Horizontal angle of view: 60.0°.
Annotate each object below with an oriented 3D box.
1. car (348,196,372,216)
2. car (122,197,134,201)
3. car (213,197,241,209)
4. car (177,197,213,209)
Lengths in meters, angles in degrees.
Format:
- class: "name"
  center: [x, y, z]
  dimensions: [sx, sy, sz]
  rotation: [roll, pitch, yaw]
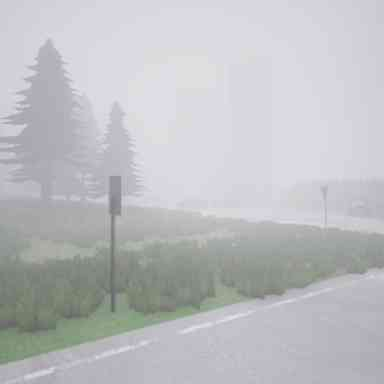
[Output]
- class: "car"
  center: [16.239, 1.303, 32.267]
  dimensions: [1.905, 1.878, 3.866]
  rotation: [0, 0, 24]
- class: "car"
  center: [-14.616, 1.489, 71.529]
  dimensions: [4.181, 1.381, 1.994]
  rotation: [0, 0, -35]
- class: "car"
  center: [4.668, 1.423, 44.735]
  dimensions: [3.988, 1.617, 1.851]
  rotation: [0, 0, -35]
- class: "car"
  center: [-0.035, 1.415, 41.095]
  dimensions: [2.128, 1.511, 4.902]
  rotation: [0, 0, -35]
